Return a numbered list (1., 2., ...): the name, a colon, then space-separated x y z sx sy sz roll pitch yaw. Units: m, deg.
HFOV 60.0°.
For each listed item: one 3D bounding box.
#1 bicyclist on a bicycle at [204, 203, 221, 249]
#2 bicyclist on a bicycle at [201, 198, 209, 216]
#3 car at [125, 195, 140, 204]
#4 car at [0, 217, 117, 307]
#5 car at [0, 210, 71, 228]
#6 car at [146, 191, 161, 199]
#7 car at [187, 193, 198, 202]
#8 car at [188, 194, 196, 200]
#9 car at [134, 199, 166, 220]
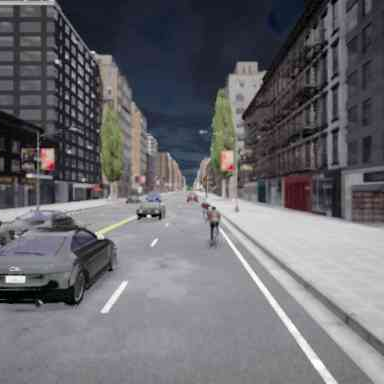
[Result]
1. bicyclist on a bicycle: 0.897 1.383 13.292 0.582 1.620 1.656 0 0 0
2. bicyclist on a bicycle: 0.900 1.251 22.369 0.659 1.776 1.843 0 1 0
3. car: -9.773 1.258 55.407 1.994 1.385 4.181 0 0 1
4. car: -3.148 1.522 7.953 1.994 1.385 4.181 0 0 0
5. car: -6.594 1.487 14.634 1.994 1.385 4.181 0 0 0
6. car: -6.518 0.907 56.895 2.150 2.045 5.566 0 0 1
7. car: 0.107 0.991 64.908 2.097 1.767 4.553 0 0 0
8. car: 0.024 1.105 79.505 1.994 1.385 4.181 0 0 0
9. car: -3.141 1.459 26.538 1.895 1.301 4.718 0 0 0
